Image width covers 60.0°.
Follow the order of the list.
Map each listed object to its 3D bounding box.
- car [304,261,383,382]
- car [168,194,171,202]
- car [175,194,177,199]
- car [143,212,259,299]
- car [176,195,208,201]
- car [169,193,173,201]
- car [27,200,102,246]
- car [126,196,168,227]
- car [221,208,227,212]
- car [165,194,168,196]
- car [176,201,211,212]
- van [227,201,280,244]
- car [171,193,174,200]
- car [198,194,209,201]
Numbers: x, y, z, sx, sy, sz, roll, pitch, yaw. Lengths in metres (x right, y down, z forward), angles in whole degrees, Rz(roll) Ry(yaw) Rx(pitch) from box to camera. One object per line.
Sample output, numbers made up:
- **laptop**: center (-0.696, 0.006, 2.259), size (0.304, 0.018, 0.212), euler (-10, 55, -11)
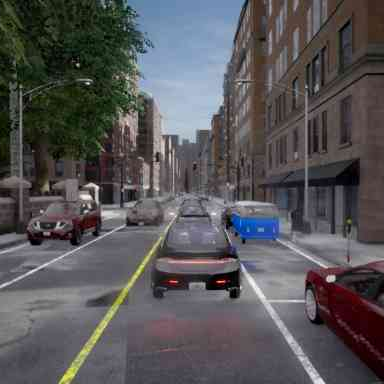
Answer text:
- **car**: center (2.853, 1.544, 4.228), size (1.887, 1.381, 4.507), euler (0, 0, 0)
- **car**: center (-5.685, 1.502, 64.647), size (2.008, 1.369, 4.403), euler (0, 0, 0)
- **car**: center (-5.690, 1.496, 86.450), size (2.008, 1.369, 4.403), euler (0, 0, 0)
- **car**: center (0.098, 1.490, 8.450), size (2.128, 1.511, 4.902), euler (0, 0, 0)
- **car**: center (-0.008, 1.338, 27.567), size (2.097, 1.767, 4.553), euler (0, 0, 0)
- **car**: center (-5.686, 1.493, 70.098), size (1.887, 1.381, 4.507), euler (0, 0, 0)
- **car**: center (-5.674, 1.310, 15.507), size (2.192, 1.841, 5.009), euler (0, 0, 0)
- **car**: center (-3.043, 1.342, 22.338), size (2.097, 1.767, 4.553), euler (0, 0, 1)
- **car**: center (2.850, 1.557, 21.210), size (1.947, 1.339, 4.313), euler (0, 0, 0)
- **car**: center (-5.684, 1.480, 59.026), size (1.752, 1.417, 4.829), euler (0, 0, 0)
- **car**: center (0.094, 1.485, 18.390), size (2.128, 1.511, 4.902), euler (0, 0, 0)
- **van**: center (2.851, 1.336, 15.549), size (1.690, 1.788, 3.998), euler (0, 0, 0)
- **car**: center (-5.687, 1.491, 75.549), size (1.887, 1.381, 4.507), euler (0, 0, 0)
- **car**: center (2.837, 1.387, 75.586), size (1.967, 1.590, 4.097), euler (0, 0, 0)
